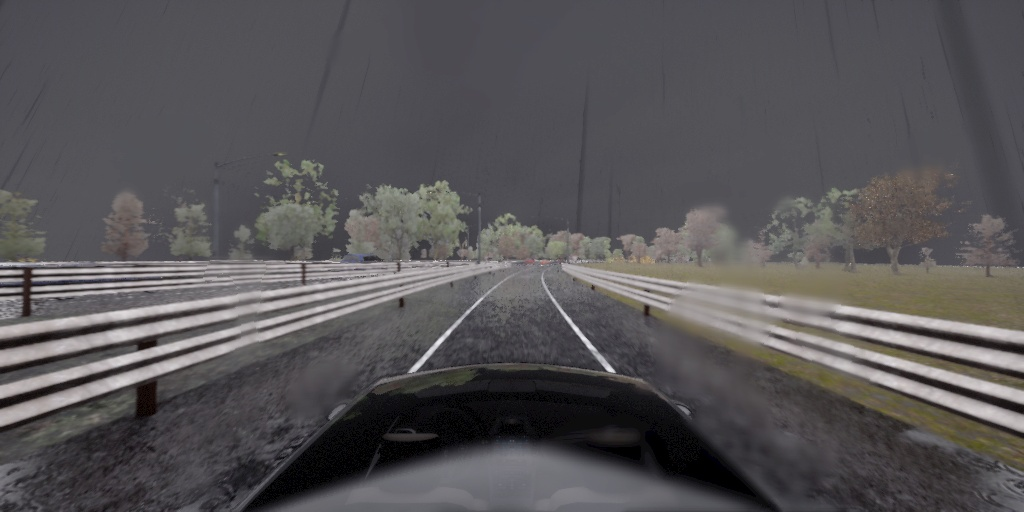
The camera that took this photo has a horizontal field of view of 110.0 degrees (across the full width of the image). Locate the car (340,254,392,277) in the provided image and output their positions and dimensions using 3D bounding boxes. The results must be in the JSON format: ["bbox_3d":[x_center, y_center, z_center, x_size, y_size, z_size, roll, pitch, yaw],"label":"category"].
[{"bbox_3d":[-13.571,0.885,33.671,2.150,2.045,5.566,0,-1,13],"label":"car"}]

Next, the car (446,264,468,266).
[{"bbox_3d":[-8.312,1.476,54.772,1.895,1.301,4.718,0,-1,15],"label":"car"}]

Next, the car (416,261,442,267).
[{"bbox_3d":[-12.252,1.455,53.558,1.895,1.301,4.718,0,-1,15],"label":"car"}]

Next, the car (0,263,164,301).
[{"bbox_3d":[-17.668,1.013,15.152,1.812,1.442,4.674,0,-1,12],"label":"car"}]
